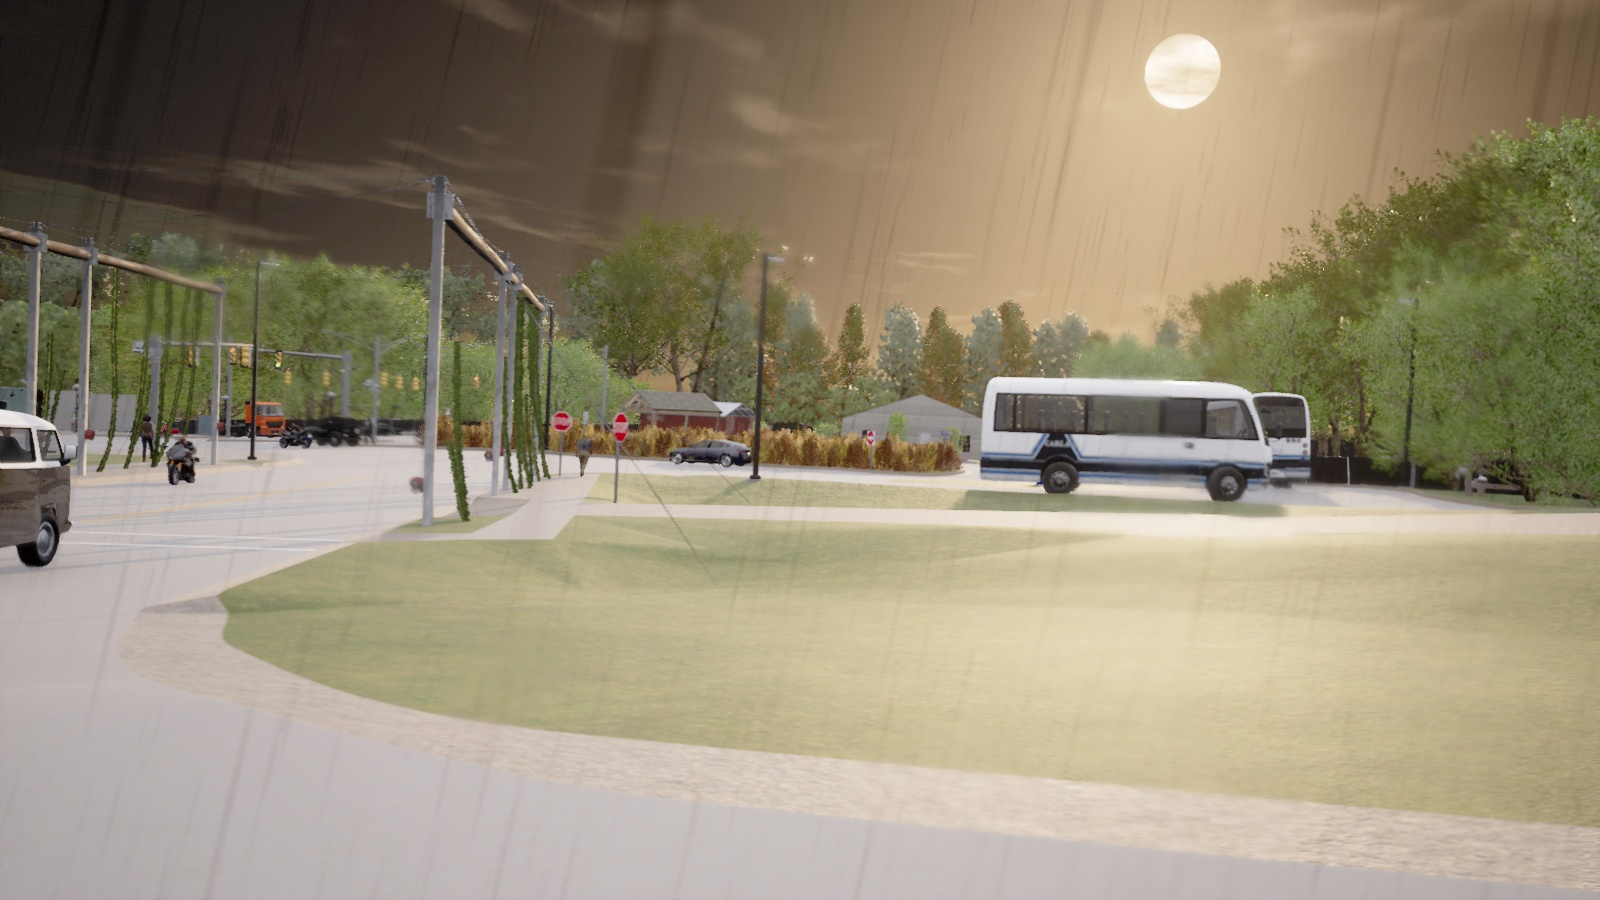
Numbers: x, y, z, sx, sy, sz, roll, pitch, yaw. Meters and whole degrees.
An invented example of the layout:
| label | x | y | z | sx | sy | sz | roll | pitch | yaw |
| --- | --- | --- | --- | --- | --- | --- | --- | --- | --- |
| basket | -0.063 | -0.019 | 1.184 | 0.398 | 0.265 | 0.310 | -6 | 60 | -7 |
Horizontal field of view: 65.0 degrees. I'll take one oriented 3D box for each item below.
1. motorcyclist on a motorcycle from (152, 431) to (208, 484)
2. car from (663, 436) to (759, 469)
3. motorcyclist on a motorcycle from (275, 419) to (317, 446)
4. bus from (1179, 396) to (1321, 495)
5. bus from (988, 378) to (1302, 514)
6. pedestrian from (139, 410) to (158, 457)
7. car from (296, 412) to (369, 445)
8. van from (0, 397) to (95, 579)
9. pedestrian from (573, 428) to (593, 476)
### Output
| label | x | y | z | sx | sy | sz | roll | pitch | yaw |
| --- | --- | --- | --- | --- | --- | --- | --- | --- | --- |
| motorcyclist on a motorcycle | -18.752 | 0.200 | 38.047 | 0.866 | 1.530 | 2.191 | 3 | 0 | -10 |
| car | -4.935 | 0.115 | 69.850 | 4.792 | 1.488 | 2.163 | 4 | 2 | 22 |
| motorcyclist on a motorcycle | -29.656 | -1.034 | 73.866 | 2.191 | 1.530 | 0.866 | 2 | 1 | 17 |
| bus | 21.277 | -0.172 | 60.254 | 3.944 | 4.253 | 10.273 | 1 | 0 | 5 |
| bus | 12.241 | -0.271 | 45.204 | 10.273 | 4.253 | 3.944 | 3 | 3 | 16 |
| pedestrian | -25.912 | -0.669 | 49.965 | 0.328 | 1.805 | 0.869 | 3 | 2 | -7 |
| car | -28.842 | -1.342 | 77.515 | 3.866 | 1.878 | 1.905 | 2 | 1 | 19 |
| van | -10.109 | 0.379 | 14.644 | 2.069 | 2.038 | 4.480 | 3 | 0 | -13 |
| pedestrian | -8.666 | 0.073 | 50.148 | 0.540 | 1.848 | 0.694 | 3 | 2 | 1 |
